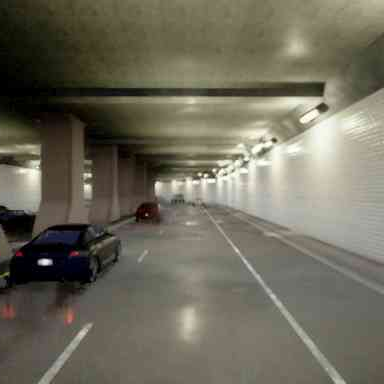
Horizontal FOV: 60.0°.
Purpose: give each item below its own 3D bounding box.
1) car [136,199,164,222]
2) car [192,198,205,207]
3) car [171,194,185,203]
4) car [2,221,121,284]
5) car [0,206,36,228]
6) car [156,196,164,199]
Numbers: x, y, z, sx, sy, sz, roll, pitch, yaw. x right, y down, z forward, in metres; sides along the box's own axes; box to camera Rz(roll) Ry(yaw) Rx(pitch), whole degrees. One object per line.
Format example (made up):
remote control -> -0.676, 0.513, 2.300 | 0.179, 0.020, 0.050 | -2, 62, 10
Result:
car -> -3.398, 1.583, 27.495 | 1.882, 1.535, 5.008 | 0, 0, 0
car -> 1.125, 1.743, 56.662 | 1.812, 1.442, 4.674 | 0, 0, -3
car -> -3.279, 1.365, 77.079 | 2.150, 2.045, 5.566 | 0, 0, -16
car -> -3.400, 1.602, 9.706 | 1.994, 1.385, 4.181 | 0, 0, 0
car -> -10.598, 1.673, 18.583 | 1.895, 1.301, 4.718 | 0, 0, 0
car -> -9.402, 1.788, 93.514 | 1.812, 1.442, 4.674 | 0, 0, -26
